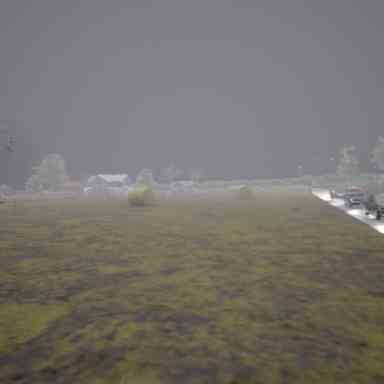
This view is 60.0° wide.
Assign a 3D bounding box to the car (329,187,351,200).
[{"bbox_3d":[19.683,0.210,45.075,2.128,1.511,4.902,-3,1,17],"label":"car"}]

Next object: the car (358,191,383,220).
[{"bbox_3d":[12.391,0.846,21.336,1.882,1.535,5.008,-3,1,17],"label":"car"}]

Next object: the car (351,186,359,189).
[{"bbox_3d":[24.175,-0.099,50.414,1.882,1.535,5.008,-3,1,17],"label":"car"}]

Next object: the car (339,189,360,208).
[{"bbox_3d":[15.388,0.699,31.154,1.895,1.301,4.718,-3,1,17],"label":"car"}]
